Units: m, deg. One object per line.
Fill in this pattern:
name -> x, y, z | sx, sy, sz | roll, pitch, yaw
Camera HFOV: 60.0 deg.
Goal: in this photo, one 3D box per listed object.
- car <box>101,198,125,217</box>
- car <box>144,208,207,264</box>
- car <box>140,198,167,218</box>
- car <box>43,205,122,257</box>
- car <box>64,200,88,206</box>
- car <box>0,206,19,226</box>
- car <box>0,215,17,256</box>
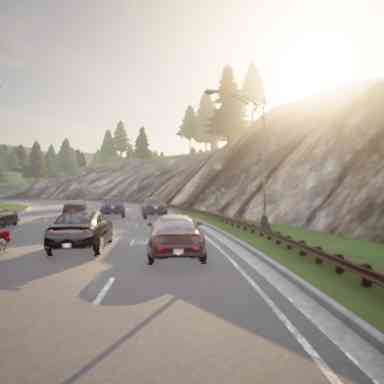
car -> -7.289, 1.323, 30.714 | 2.097, 1.767, 4.553 | 0, 0, -13
car -> -0.593, 1.507, 11.680 | 1.812, 1.442, 4.674 | 0, 0, -5
car -> -3.428, 1.312, 29.483 | 2.097, 1.767, 4.553 | 0, 0, -12
car -> -4.220, 1.483, 13.003 | 2.128, 1.511, 4.902 | 0, 0, -6
car -> -11.188, 1.460, 32.114 | 1.882, 1.535, 5.008 | 0, 0, -13
car -> -12.365, 1.571, 20.711 | 1.994, 1.385, 4.181 | 0, 0, -10
car -> -7.423, 1.609, 10.092 | 1.895, 1.301, 4.718 | 0, 0, -5
